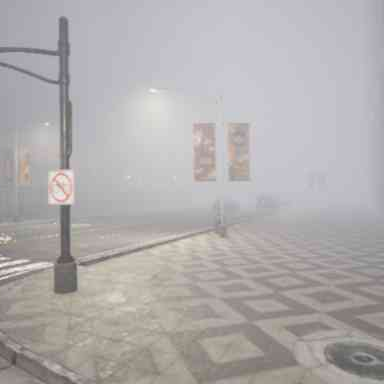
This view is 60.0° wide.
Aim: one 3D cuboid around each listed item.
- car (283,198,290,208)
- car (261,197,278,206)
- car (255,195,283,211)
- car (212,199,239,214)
[{"bbox_3d":[14.613,1.694,53.784,2.128,1.511,4.902,-1,0,26],"label":"car"},{"bbox_3d":[13.953,1.756,59.616,1.837,1.490,4.892,-1,-1,26],"label":"car"},{"bbox_3d":[10.101,1.412,44.454,2.150,2.045,5.566,-1,0,26],"label":"car"},{"bbox_3d":[4.026,1.578,39.270,2.097,1.767,4.553,-1,0,26],"label":"car"}]
